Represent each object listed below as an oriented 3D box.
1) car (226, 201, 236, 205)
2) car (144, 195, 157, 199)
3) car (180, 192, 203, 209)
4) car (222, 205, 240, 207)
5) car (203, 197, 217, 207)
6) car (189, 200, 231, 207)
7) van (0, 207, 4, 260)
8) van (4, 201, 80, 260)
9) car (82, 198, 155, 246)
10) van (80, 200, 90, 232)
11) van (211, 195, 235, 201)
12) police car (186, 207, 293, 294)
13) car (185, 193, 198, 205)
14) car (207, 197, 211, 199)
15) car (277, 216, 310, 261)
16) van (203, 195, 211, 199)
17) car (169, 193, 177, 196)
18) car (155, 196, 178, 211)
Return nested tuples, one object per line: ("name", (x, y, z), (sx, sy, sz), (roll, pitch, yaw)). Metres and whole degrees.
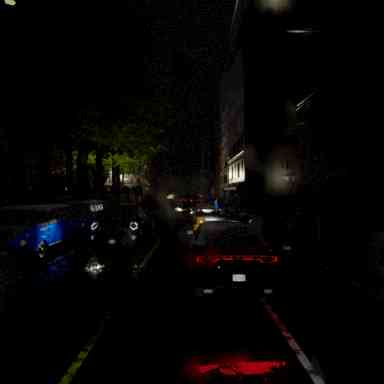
("car", (2.826, 1.571, 23.474), (1.802, 1.307, 4.206), (0, 0, 0))
("car", (-5.726, 1.277, 46.065), (2.192, 1.841, 5.009), (0, 0, 0))
("car", (-0.053, 1.185, 44.775), (2.150, 2.045, 5.566), (0, 0, 0))
("car", (2.834, 1.575, 17.813), (1.802, 1.307, 4.206), (0, 0, 0))
("car", (2.792, 1.518, 51.776), (1.947, 1.339, 4.313), (0, 0, 0))
("car", (0.876, 1.448, 18.973), (1.801, 1.575, 5.366), (0, 0, 0))
("van", (-5.678, 1.340, 6.459), (1.690, 1.788, 3.998), (0, 0, 0))
("van", (-5.686, 1.338, 12.117), (1.690, 1.788, 3.998), (0, 0, 0))
("car", (-3.118, 1.347, 15.184), (2.097, 1.767, 4.553), (0, 0, 0))
("van", (-5.692, 1.334, 17.775), (1.690, 1.788, 3.998), (0, 0, 0))
("van", (2.819, 1.325, 29.134), (1.690, 1.788, 3.998), (0, 0, 0))
("police car", (0.889, 1.423, 8.893), (1.930, 1.638, 5.238), (0, 0, 0))
("car", (-0.074, 1.160, 59.370), (2.150, 2.045, 5.566), (0, 0, 0))
("car", (2.813, 1.522, 34.795), (1.887, 1.381, 4.507), (0, 0, 0))
("car", (2.841, 1.541, 12.153), (1.887, 1.381, 4.507), (0, 0, 0))
("van", (2.798, 1.303, 46.115), (1.690, 1.788, 3.998), (0, 0, 0))
("car", (-5.781, 1.403, 89.584), (1.752, 1.417, 4.829), (0, 0, 0))
("car", (-3.049, 1.496, 40.321), (1.812, 1.442, 4.674), (0, 0, 0))
